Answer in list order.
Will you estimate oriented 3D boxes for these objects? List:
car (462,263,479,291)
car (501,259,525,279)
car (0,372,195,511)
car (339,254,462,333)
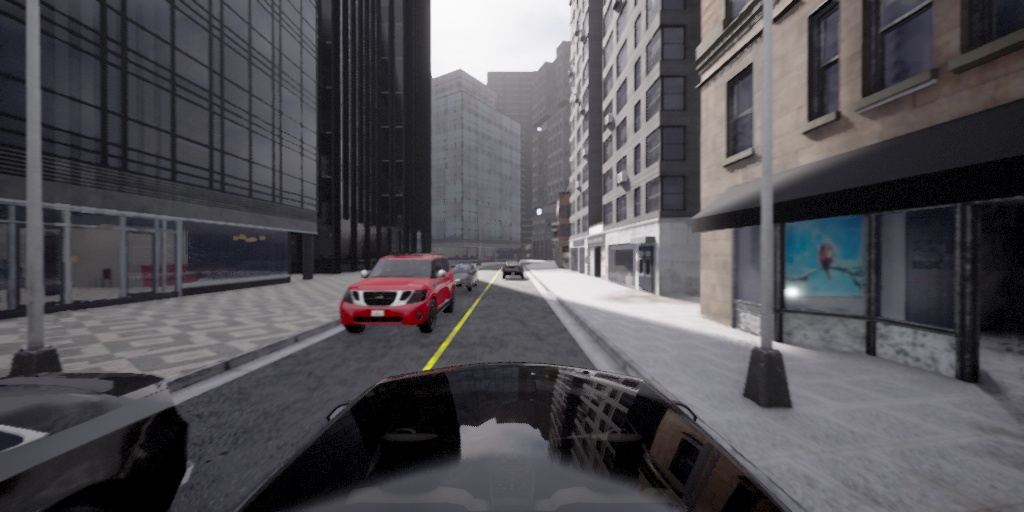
[{"bbox_3d":[-3.086,1.181,21.437,2.128,1.511,4.902,0,0,0],"label":"car"},{"bbox_3d":[0.095,1.140,31.461,1.837,1.490,4.892,0,1,0],"label":"car"},{"bbox_3d":[-3.095,1.242,0.346,2.128,1.511,4.902,0,0,0],"label":"car"},{"bbox_3d":[-3.102,0.957,11.015,2.150,2.045,5.566,0,0,0],"label":"car"}]
